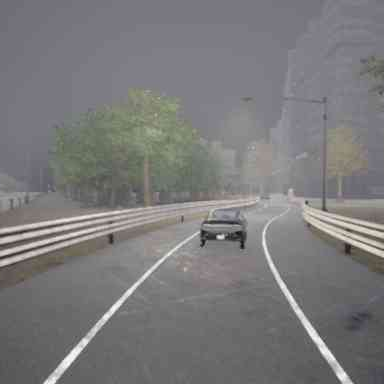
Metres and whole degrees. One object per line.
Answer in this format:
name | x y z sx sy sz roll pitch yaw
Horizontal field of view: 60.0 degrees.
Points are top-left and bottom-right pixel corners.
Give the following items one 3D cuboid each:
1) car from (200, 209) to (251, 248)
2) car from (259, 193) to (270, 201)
car | 1.553 1.497 14.998 2.128 1.511 4.902 0 0 11
car | 18.828 1.194 86.961 2.150 2.045 5.566 0 0 1
